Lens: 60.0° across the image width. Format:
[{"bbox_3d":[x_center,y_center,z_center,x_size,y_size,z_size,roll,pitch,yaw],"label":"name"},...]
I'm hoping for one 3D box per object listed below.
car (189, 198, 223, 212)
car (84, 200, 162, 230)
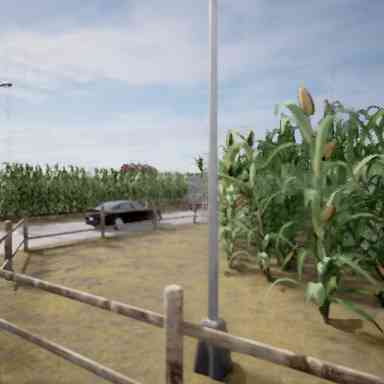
[{"bbox_3d":[1.705,1.194,31.999,1.895,1.301,4.718,0,1,36],"label":"car"},{"bbox_3d":[-3.829,1.228,19.372,1.882,1.535,5.008,0,1,36],"label":"car"}]
